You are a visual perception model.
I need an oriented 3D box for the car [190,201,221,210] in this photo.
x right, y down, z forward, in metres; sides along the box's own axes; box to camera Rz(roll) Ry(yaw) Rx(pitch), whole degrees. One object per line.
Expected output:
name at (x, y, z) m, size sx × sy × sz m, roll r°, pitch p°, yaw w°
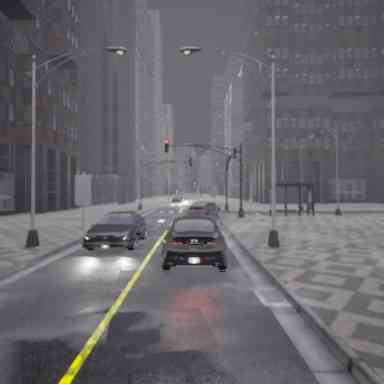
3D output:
car at (1.087, 1.477, 26.748) m, size 1.837 × 1.490 × 4.892 m, roll -1°, pitch 1°, yaw 18°

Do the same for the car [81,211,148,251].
car at (-3.059, 1.545, 14.401) m, size 2.033 × 1.411 × 5.357 m, roll 0°, pitch 0°, yaw 0°

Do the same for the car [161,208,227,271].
car at (0.073, 1.503, 10.921) m, size 1.837 × 1.490 × 4.892 m, roll 0°, pitch 0°, yaw 0°

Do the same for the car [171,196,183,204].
car at (-2.986, 1.587, 64.758) m, size 1.895 × 1.301 × 4.718 m, roll 0°, pitch 0°, yaw 0°
